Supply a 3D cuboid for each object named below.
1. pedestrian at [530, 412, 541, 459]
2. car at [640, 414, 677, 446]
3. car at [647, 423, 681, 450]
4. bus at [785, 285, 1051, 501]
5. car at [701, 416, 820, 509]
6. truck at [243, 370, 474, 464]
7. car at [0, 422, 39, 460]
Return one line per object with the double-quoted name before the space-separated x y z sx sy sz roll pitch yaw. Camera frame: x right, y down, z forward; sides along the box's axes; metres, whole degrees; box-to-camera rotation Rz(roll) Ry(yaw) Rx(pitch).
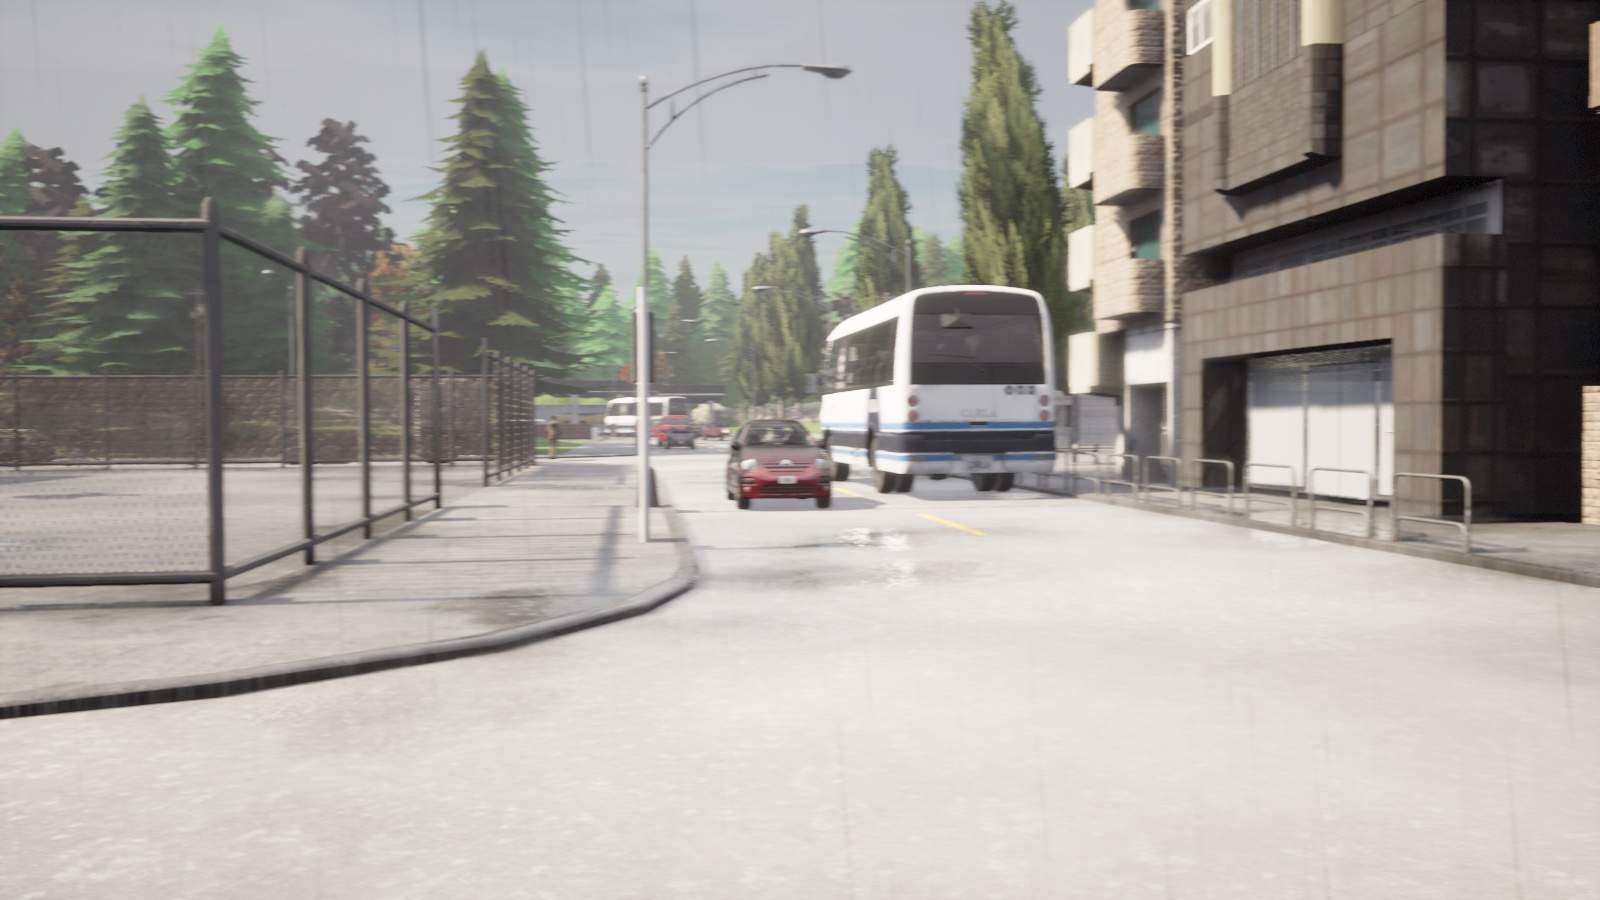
"pedestrian" -10.827 -0.598 51.472 0.396 1.930 0.692 0 1 -9
"car" -9.209 -1.313 81.529 2.150 2.045 5.566 0 1 -9
"car" -7.873 -0.811 72.439 1.845 1.501 3.633 0 1 -8
"bus" 2.319 -1.232 30.076 3.944 4.253 10.273 0 1 -9
"car" -0.834 0.179 23.945 1.851 1.617 3.988 0 1 -8
"truck" -16.753 -1.263 48.168 7.936 3.462 2.891 0 1 -8
"car" -32.764 -0.373 49.915 3.806 1.475 1.970 0 1 -8
